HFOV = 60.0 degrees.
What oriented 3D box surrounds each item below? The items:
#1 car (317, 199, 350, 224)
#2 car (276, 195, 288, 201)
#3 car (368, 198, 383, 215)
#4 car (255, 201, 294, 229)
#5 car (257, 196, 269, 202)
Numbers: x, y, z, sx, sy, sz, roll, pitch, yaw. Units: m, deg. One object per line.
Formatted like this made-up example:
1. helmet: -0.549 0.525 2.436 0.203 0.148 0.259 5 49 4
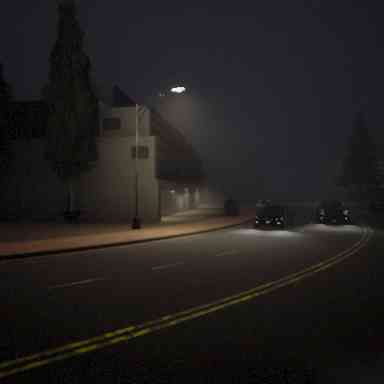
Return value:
1. car: 10.663 1.436 25.379 2.097 1.767 4.553 0 0 19
2. car: 17.557 1.349 65.228 1.837 1.490 4.892 0 0 8
3. car: 20.333 1.455 35.103 2.097 1.767 4.553 0 0 10
4. car: 5.658 1.587 22.461 1.837 1.490 4.892 0 0 26
5. car: 14.095 1.649 65.739 2.097 1.767 4.553 0 0 8
